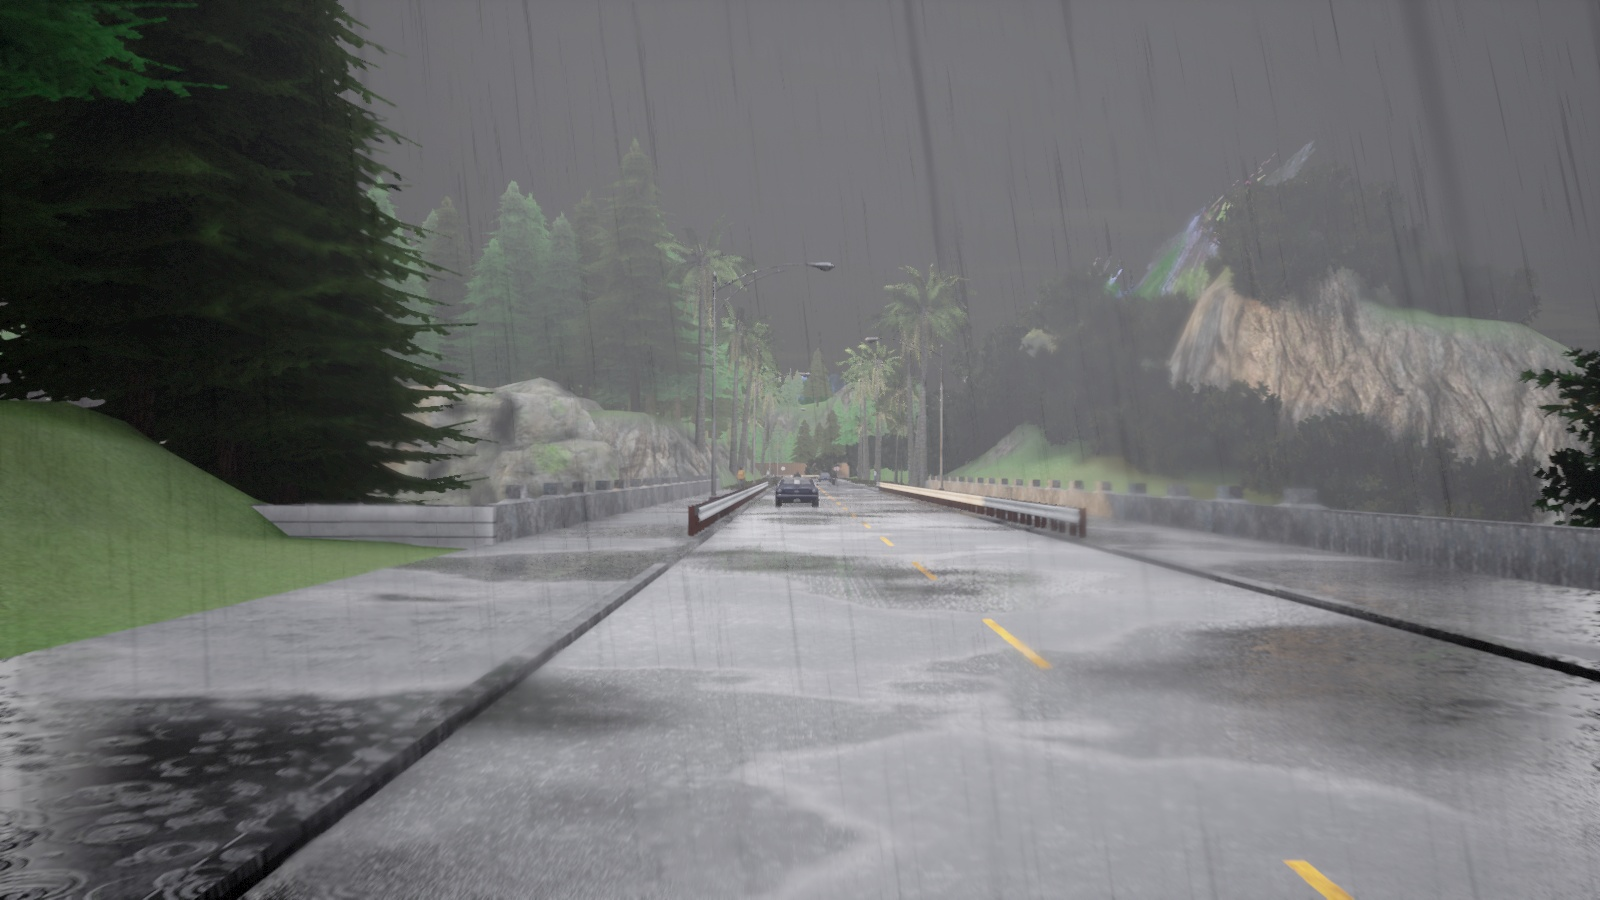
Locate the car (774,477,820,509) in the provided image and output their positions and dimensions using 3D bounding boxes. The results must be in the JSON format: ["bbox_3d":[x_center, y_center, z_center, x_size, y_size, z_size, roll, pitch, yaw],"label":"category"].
[{"bbox_3d":[-0.117,1.824,54.258,1.895,1.301,4.718,0,-1,0],"label":"car"}]
